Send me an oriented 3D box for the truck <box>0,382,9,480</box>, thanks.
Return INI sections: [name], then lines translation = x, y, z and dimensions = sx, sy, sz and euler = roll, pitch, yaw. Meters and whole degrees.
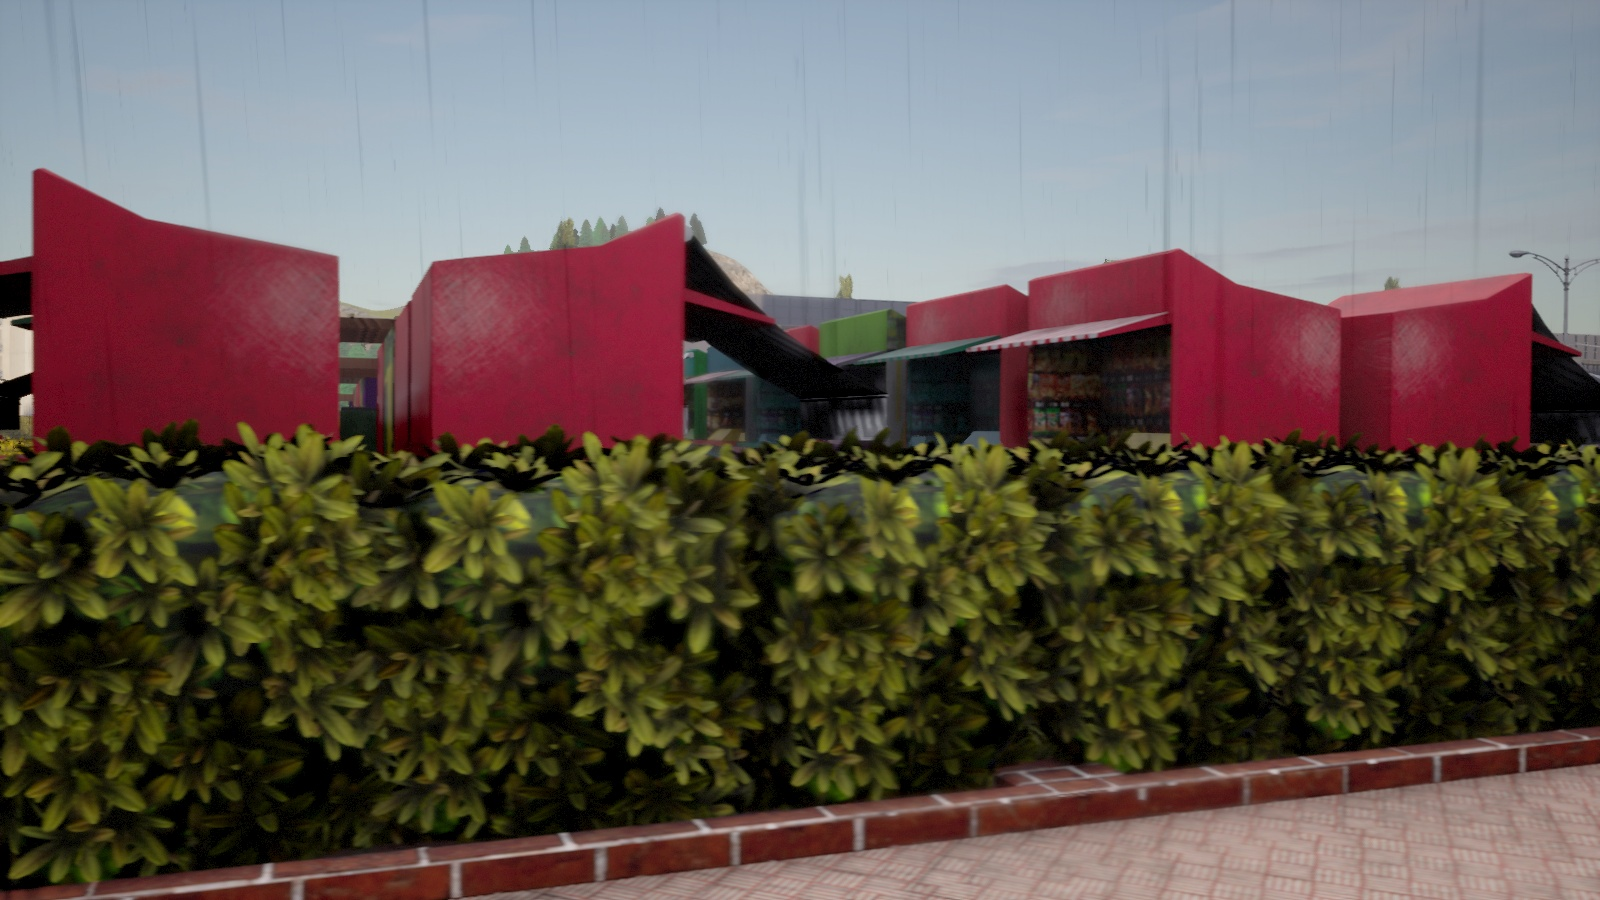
[truck]
translation = -31.545, -0.693, 45.714
dimensions = 2.891, 3.827, 8.468
euler = -1, 1, -20
